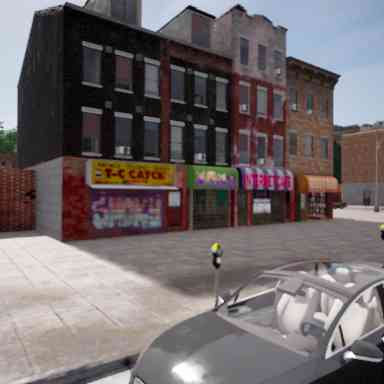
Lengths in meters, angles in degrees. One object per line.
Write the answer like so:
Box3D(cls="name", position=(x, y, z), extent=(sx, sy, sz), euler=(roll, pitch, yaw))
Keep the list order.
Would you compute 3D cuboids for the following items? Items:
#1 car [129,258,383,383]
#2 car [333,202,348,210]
Box3D(cls="car", position=(1.440, 1.555, 3.822), extent=(4.403, 1.369, 2.008), euler=(0, 0, -35))
Box3D(cls="car", position=(16.427, 1.511, 40.630), extent=(1.895, 1.301, 4.718), euler=(1, 0, -36))
